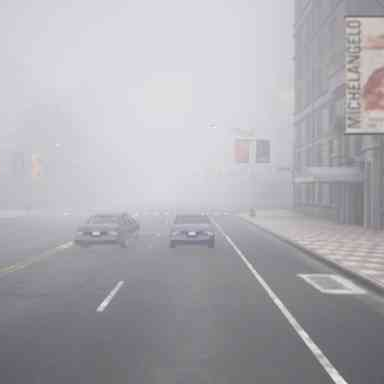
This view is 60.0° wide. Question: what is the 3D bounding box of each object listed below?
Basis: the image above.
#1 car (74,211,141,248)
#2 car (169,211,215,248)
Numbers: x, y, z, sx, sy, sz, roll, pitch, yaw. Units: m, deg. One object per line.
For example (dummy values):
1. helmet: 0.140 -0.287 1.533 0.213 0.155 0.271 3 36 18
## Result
1. car: -3.501 1.561 14.653 2.033 1.411 5.357 0 0 0
2. car: -0.001 1.561 14.660 2.033 1.411 5.357 0 0 0
